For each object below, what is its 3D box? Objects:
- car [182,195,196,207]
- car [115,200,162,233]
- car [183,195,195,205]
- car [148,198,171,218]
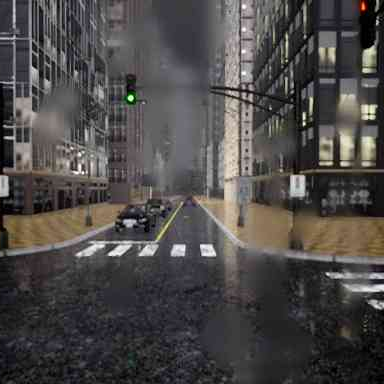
[{"bbox_3d":[-0.394,1.574,50.820,1.812,1.442,4.674,0,0,0],"label":"car"},{"bbox_3d":[-3.270,1.493,19.898,2.128,1.511,4.902,0,0,0],"label":"car"},{"bbox_3d":[-0.472,1.419,60.808,2.097,1.767,4.553,0,0,0],"label":"car"},{"bbox_3d":[-3.326,1.365,30.127,2.097,1.767,4.553,0,0,0],"label":"car"}]
